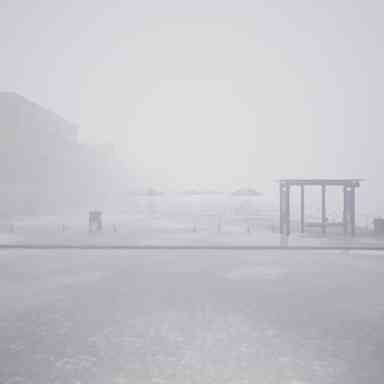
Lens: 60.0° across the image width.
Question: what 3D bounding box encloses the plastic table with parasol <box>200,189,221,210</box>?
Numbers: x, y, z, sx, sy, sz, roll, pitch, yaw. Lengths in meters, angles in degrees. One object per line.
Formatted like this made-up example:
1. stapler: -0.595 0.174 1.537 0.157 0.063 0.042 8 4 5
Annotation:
1. plastic table with parasol: 2.300 0.925 41.507 2.482 2.480 2.482 0 0 1
